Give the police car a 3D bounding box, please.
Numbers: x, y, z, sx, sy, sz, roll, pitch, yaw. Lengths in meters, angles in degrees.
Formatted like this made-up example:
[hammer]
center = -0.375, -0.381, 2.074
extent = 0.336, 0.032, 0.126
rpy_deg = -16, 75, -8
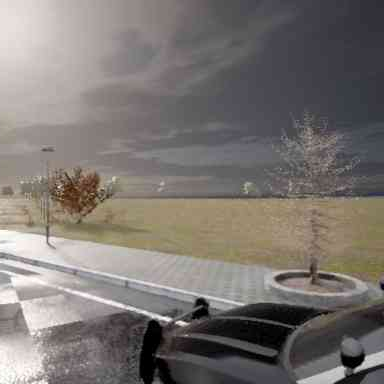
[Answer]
[police car]
center = 1.828, 1.427, 2.252
extent = 5.238, 1.638, 1.930
rpy_deg = 0, 0, 36
